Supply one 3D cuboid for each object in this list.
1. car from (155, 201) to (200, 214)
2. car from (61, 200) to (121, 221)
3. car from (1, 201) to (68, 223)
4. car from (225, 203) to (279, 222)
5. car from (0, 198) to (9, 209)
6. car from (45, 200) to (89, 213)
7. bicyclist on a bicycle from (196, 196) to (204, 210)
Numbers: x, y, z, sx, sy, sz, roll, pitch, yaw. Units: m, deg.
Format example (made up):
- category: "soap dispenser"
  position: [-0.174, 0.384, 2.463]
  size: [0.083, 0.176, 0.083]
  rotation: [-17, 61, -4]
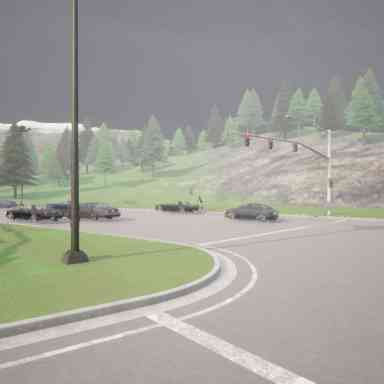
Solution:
- category: "car"
  position: [-1.642, 1.601, 35.224]
  size: [4.718, 1.301, 1.895]
  rotation: [0, 0, 34]
- category: "car"
  position: [-8.209, 1.547, 26.997]
  size: [5.357, 1.411, 2.033]
  rotation: [0, 0, 33]
- category: "car"
  position: [-11.967, 1.601, 25.186]
  size: [4.718, 1.301, 1.895]
  rotation: [0, 0, 31]
- category: "car"
  position: [4.653, 1.564, 26.132]
  size: [4.181, 1.385, 1.994]
  rotation: [0, 0, 39]
- category: "car"
  position: [-26.493, 1.547, 44.808]
  size: [5.357, 1.411, 2.033]
  rotation: [0, 0, 6]
- category: "car"
  position: [-14.359, 1.601, 38.245]
  size: [4.718, 1.301, 1.895]
  rotation: [0, 0, 22]
- category: "bicyclist on a bicycle"
  position: [0.929, 1.302, 38.432]
  size: [0.582, 1.620, 1.656]
  rotation: [0, 0, 34]
